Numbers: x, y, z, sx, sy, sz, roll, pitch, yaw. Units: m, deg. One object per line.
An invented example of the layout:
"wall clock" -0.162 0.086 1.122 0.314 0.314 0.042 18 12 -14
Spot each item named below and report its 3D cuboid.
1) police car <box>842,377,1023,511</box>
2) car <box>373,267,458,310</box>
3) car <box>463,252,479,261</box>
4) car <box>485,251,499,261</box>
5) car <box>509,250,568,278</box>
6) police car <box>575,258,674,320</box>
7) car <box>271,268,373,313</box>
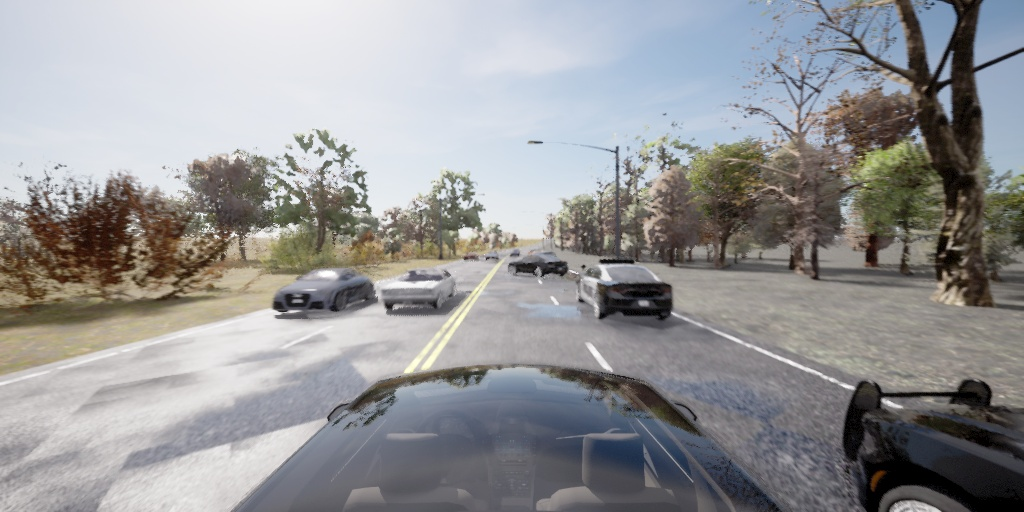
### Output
"police car" 3.227 1.187 0.430 1.930 1.638 5.238 -1 1 0
"car" -3.344 1.128 13.659 1.895 1.301 4.718 -1 1 0
"car" -6.281 0.057 55.110 1.895 1.301 4.718 -1 2 1
"car" -3.021 -0.052 55.691 2.033 1.411 5.357 -1 2 2
"car" 1.682 0.597 24.588 1.882 1.535 5.008 -1 2 -33
"police car" 3.260 0.897 11.421 1.930 1.638 5.238 0 1 0
"car" -6.594 1.148 13.008 1.994 1.385 4.181 -1 2 0
